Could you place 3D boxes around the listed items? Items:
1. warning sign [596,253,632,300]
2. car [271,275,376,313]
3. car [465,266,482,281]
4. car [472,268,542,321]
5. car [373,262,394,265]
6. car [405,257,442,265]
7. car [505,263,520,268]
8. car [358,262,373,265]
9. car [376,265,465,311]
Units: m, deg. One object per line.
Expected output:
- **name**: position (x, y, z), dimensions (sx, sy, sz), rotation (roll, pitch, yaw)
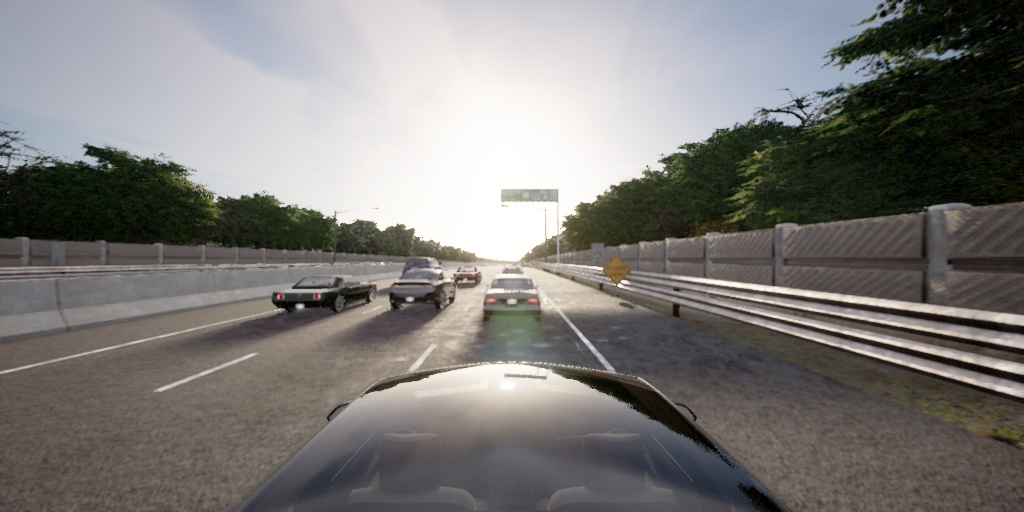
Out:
- **warning sign**: position (4.538, 0.907, 15.530), dimensions (1.300, 1.860, 1.060), rotation (0, 0, 0)
- **car**: position (-6.970, 1.385, 14.051), dimensions (1.895, 1.301, 4.718), rotation (0, 0, 0)
- **car**: position (-3.483, 1.501, 29.082), dimensions (1.895, 1.301, 4.718), rotation (0, -1, 0)
- **car**: position (0.017, 1.326, 12.497), dimensions (2.033, 1.411, 5.357), rotation (0, 0, 1)
- **car**: position (-21.084, 1.775, 60.600), dimensions (2.128, 1.511, 4.902), rotation (0, -1, 1)
- **car**: position (-6.986, 1.119, 28.606), dimensions (2.150, 2.045, 5.566), rotation (0, 0, 1)
- **car**: position (0.024, 1.474, 29.891), dimensions (1.994, 1.385, 4.181), rotation (0, -1, 0)
- **car**: position (-24.573, 1.756, 60.358), dimensions (1.882, 1.535, 5.008), rotation (0, -1, 0)
- **car**: position (-3.464, 1.280, 14.667), dimensions (2.128, 1.511, 4.902), rotation (0, 0, 0)
